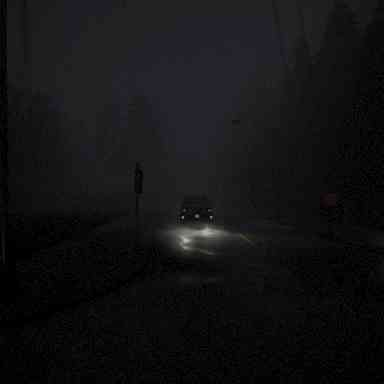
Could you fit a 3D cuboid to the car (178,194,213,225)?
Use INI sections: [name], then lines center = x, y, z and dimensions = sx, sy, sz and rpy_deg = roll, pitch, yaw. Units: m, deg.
[car]
center = 0.244, 1.202, 23.940
dimensions = 2.150, 2.045, 5.566
rpy_deg = 0, 0, -2
